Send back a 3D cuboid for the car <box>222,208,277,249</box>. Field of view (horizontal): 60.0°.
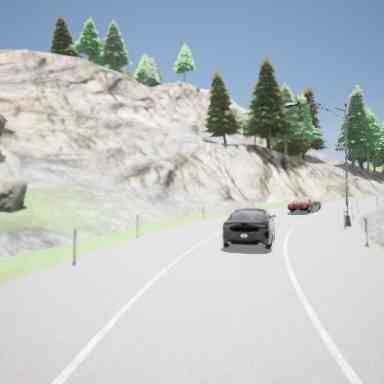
[{"bbox_3d":[2.597,1.420,14.526,1.882,1.535,5.008,-1,0,16],"label":"car"}]

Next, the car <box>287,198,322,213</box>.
[{"bbox_3d":[10.471,1.194,30.600,1.895,1.301,4.718,-1,1,36],"label":"car"}]
